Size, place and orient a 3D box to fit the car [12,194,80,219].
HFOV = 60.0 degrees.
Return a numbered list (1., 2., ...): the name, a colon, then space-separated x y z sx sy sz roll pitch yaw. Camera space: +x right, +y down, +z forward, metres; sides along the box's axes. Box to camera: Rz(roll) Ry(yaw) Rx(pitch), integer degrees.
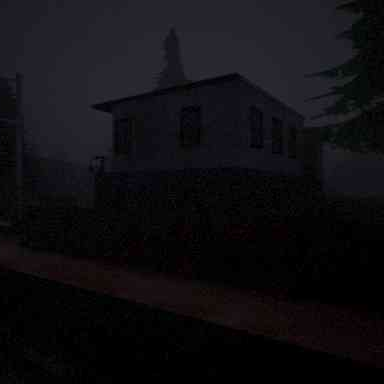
1. car: -11.851 1.216 27.475 2.150 2.045 5.566 0 0 27
